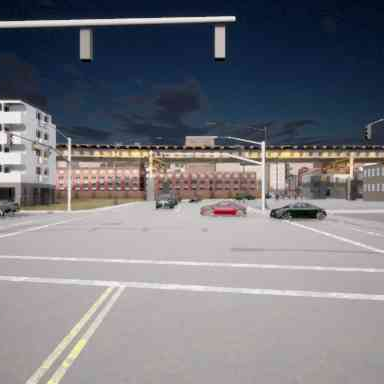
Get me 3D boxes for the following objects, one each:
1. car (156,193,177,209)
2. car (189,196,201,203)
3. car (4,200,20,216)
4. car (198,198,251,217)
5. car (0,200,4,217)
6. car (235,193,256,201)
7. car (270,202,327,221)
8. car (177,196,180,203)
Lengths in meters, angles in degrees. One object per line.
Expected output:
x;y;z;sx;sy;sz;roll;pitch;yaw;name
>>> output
-3.631;1.221;45.559;2.150;2.045;5.566;0;0;1;car
0.867;1.547;69.895;2.033;1.411;5.357;0;0;14;car
-18.613;1.491;30.891;4.902;1.511;2.128;0;0;1;car
2.847;1.522;30.018;4.181;1.385;1.994;0;0;3;car
-18.743;1.478;27.393;5.008;1.535;1.882;0;0;1;car
13.436;1.225;84.038;5.566;2.045;2.150;0;0;-24;car
8.240;1.510;25.962;4.181;1.385;1.994;0;0;-5;car
-3.641;1.220;56.070;2.150;2.045;5.566;0;0;0;car
